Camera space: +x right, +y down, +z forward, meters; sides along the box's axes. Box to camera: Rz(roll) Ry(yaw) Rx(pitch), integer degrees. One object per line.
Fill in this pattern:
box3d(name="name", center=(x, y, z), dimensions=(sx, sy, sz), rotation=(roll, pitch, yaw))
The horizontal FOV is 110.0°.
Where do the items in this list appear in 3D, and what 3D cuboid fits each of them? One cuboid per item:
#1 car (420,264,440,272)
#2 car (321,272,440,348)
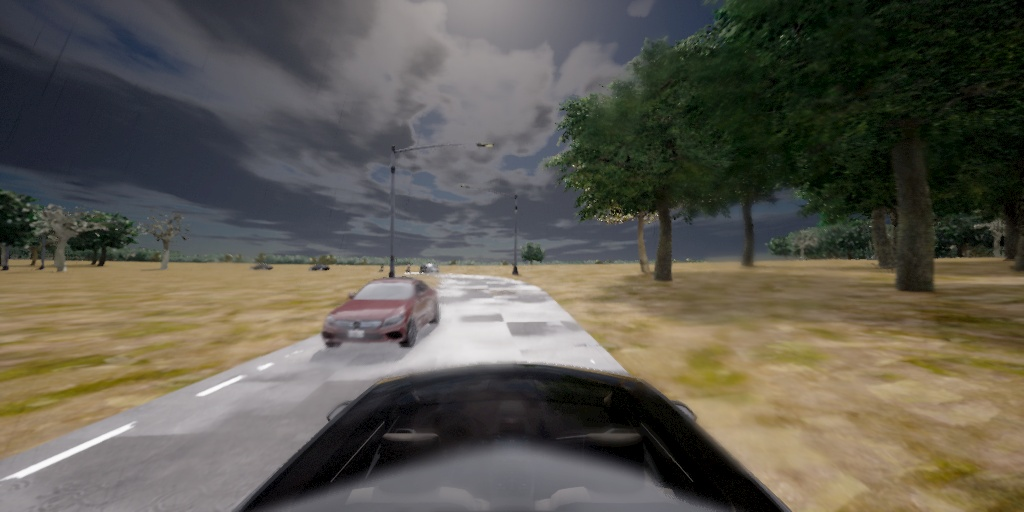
box3d(name="car", center=(-11.685, 1.814, 50.908), dimensions=(2.128, 1.511, 4.902), rotation=(2, -2, -30))
box3d(name="car", center=(-3.116, 1.310, 9.495), dimensions=(1.812, 1.442, 4.674), rotation=(0, 0, 0))
